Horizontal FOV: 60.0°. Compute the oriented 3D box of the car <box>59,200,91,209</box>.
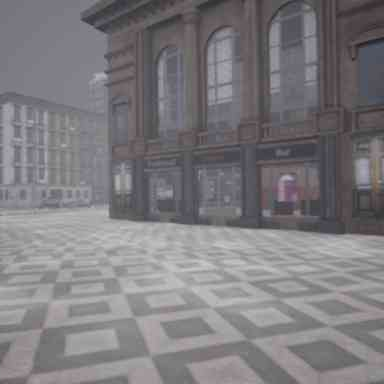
[{"bbox_3d":[-17.554,1.874,50.940,1.994,1.385,4.181,-1,-1,36],"label":"car"}]

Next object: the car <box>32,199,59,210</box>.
[{"bbox_3d":[-21.744,1.874,50.664,1.837,1.490,4.892,-1,0,36],"label":"car"}]
